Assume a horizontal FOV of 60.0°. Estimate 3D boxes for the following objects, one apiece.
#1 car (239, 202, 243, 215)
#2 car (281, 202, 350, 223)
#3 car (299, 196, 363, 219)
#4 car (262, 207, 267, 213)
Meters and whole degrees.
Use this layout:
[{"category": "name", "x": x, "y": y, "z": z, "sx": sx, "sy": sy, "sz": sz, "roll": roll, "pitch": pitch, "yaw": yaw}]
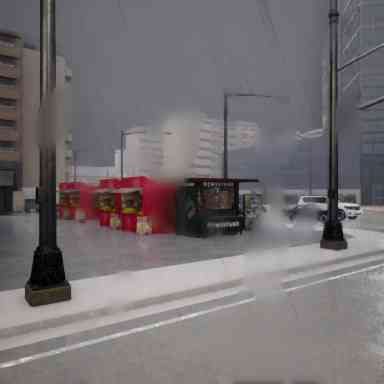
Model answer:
[{"category": "car", "x": 3.965, "y": 1.769, "z": 34.484, "sx": 2.033, "sy": 1.411, "sz": 5.357, "roll": 0, "pitch": -1, "yaw": -37}, {"category": "car", "x": 9.649, "y": 1.707, "z": 26.689, "sx": 1.895, "sy": 1.301, "sz": 4.718, "roll": 0, "pitch": -1, "yaw": -37}, {"category": "car", "x": 11.977, "y": 1.339, "z": 29.419, "sx": 2.150, "sy": 2.045, "sz": 5.566, "roll": 0, "pitch": -1, "yaw": -36}, {"category": "car", "x": 5.953, "y": 1.789, "z": 37.708, "sx": 2.033, "sy": 1.411, "sz": 5.357, "roll": 0, "pitch": -1, "yaw": -36}]
